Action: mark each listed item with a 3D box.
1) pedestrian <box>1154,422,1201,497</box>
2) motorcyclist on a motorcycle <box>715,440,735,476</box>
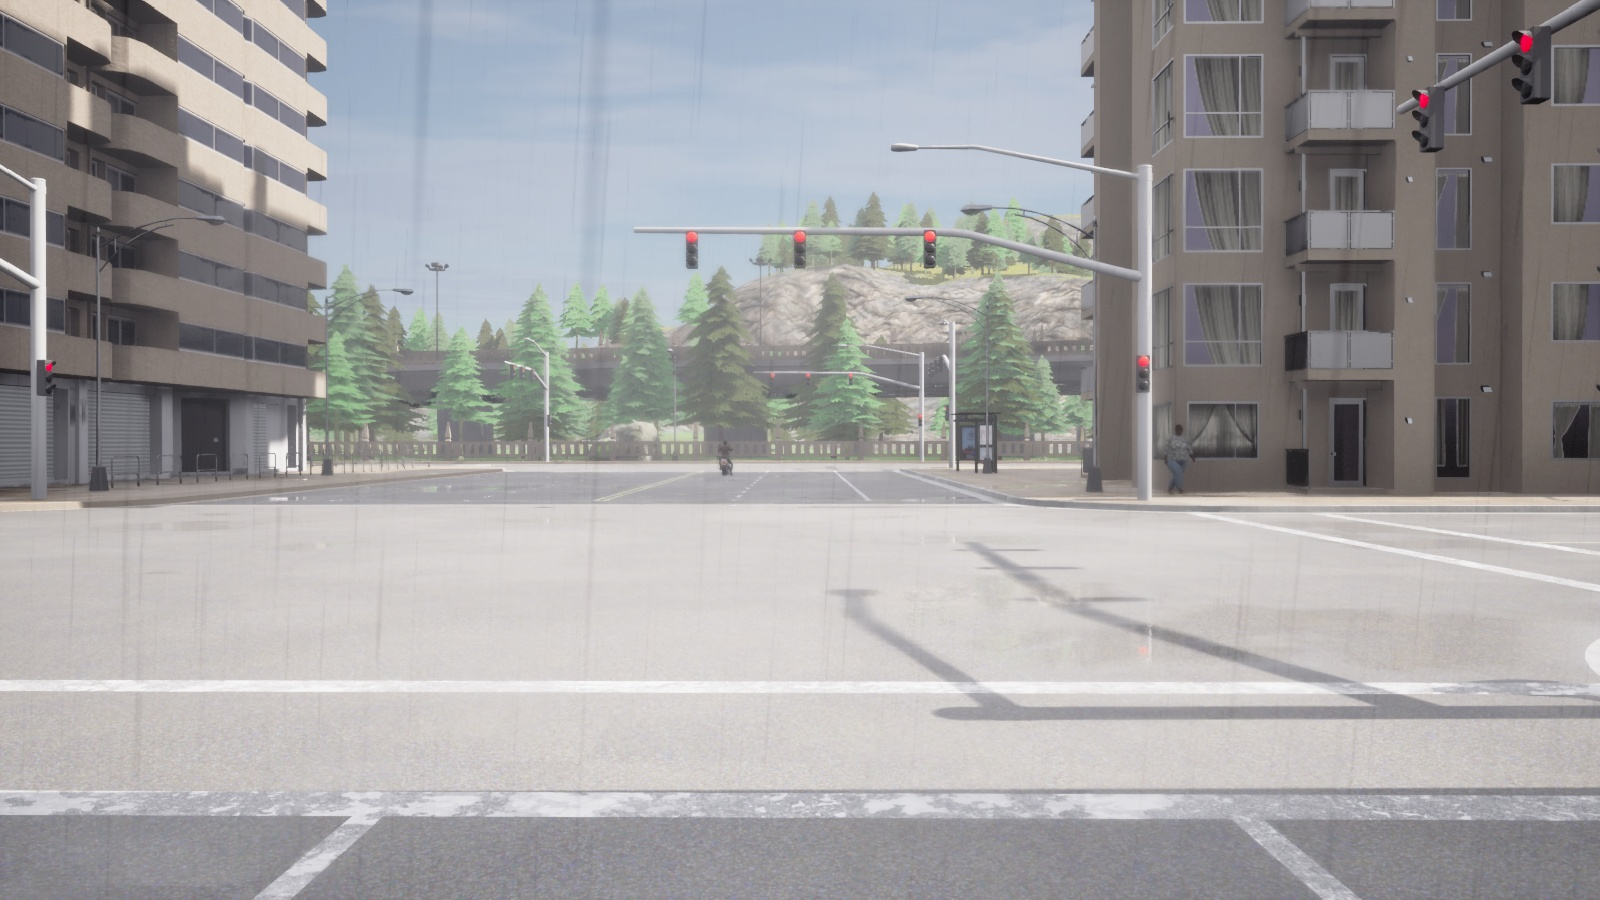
[{"bbox_3d":[9.557,0.233,31.832,0.874,1.855,0.900,0,0,-5],"label":"pedestrian"},{"bbox_3d":[-3.437,0.367,57.900,0.766,1.649,2.350,0,0,0],"label":"motorcyclist on a motorcycle"}]
